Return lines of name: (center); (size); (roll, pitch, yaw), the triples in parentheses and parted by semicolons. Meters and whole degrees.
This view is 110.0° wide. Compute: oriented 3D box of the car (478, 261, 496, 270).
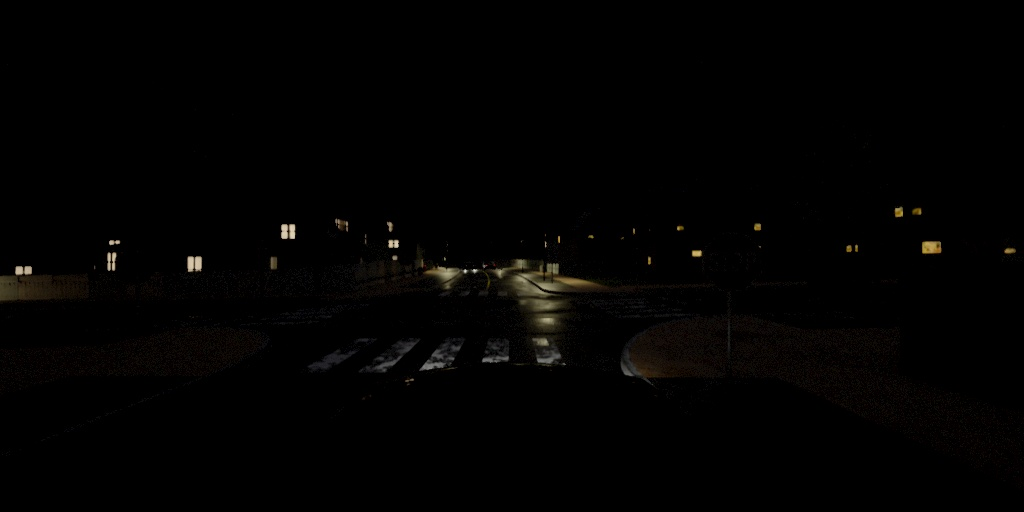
car: (-3.687, 1.525, 56.462); (2.033, 1.411, 5.357); (0, -1, -10)

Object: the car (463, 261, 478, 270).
car: (-7.289, 1.499, 60.927); (1.882, 1.535, 5.008); (0, -1, -10)
